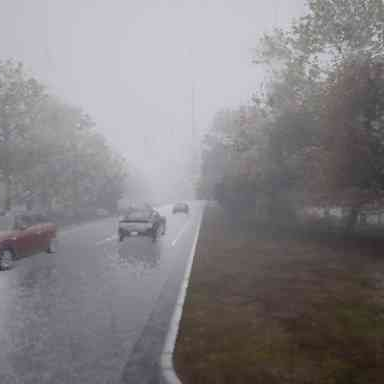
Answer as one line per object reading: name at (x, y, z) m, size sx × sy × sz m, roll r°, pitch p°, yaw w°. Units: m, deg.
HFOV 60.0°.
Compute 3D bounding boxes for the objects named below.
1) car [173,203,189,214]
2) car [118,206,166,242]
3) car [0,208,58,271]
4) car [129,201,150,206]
car at (-1.454, 2.099, 43.526) m, size 2.033 × 1.411 × 5.357 m, roll 0°, pitch -1°, yaw 3°
car at (-2.524, 1.710, 17.611) m, size 2.128 × 1.511 × 4.902 m, roll 0°, pitch -1°, yaw 3°
car at (-6.461, 1.478, 11.321) m, size 2.097 × 1.767 × 4.553 m, roll 0°, pitch -1°, yaw 3°
car at (-5.476, 1.776, 34.535) m, size 2.097 × 1.767 × 4.553 m, roll 0°, pitch -1°, yaw 3°
